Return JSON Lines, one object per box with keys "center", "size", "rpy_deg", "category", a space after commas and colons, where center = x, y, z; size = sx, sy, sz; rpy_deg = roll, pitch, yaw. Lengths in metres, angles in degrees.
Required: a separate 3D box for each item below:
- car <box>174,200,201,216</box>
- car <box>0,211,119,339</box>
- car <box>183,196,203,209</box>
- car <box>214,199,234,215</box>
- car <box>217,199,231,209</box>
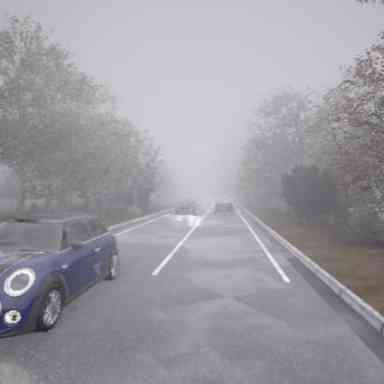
{"center": [-0.490, 1.529, 32.812], "size": [1.994, 1.385, 4.181], "rpy_deg": [1, 0, 6], "category": "car"}
{"center": [-3.074, 1.273, 6.728], "size": [2.097, 1.767, 4.553], "rpy_deg": [1, 0, 6], "category": "car"}
{"center": [0.166, 1.225, 38.858], "size": [1.895, 1.301, 4.718], "rpy_deg": [1, 0, 6], "category": "car"}
{"center": [3.410, 1.534, 35.527], "size": [1.882, 1.535, 5.008], "rpy_deg": [1, 0, 6], "category": "car"}
{"center": [4.693, 1.676, 48.851], "size": [1.895, 1.301, 4.718], "rpy_deg": [1, 0, 6], "category": "car"}
